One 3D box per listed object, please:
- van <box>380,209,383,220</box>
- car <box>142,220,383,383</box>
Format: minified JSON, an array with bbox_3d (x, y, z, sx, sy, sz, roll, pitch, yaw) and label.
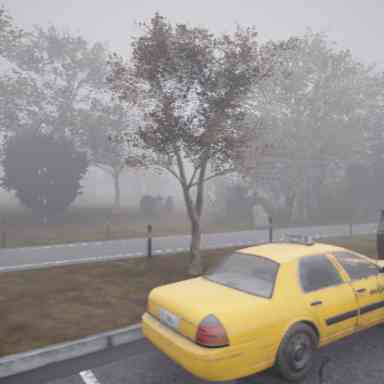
[{"bbox_3d":[6.555,1.226,8.301,4.442,1.987,1.878,-1,-2,-34],"label":"van"},{"bbox_3d":[1.905,1.456,5.332,5.366,1.575,1.946,-1,-2,-32],"label":"car"}]
